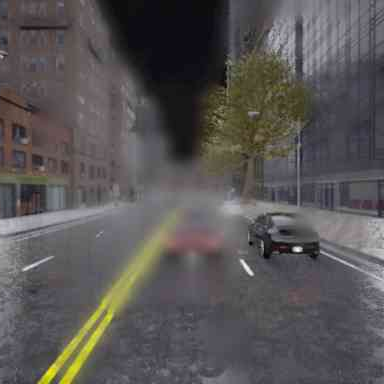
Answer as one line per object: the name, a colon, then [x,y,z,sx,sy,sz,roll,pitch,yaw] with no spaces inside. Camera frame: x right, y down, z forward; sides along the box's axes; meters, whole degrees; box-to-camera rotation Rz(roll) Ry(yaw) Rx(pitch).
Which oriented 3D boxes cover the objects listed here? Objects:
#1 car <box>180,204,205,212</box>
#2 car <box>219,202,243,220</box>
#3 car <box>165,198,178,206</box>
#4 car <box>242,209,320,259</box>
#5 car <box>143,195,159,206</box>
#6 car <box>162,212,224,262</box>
car: [0.052,1.618,27.121,1.895,1.301,4.718,0,0,1]
car: [3.313,1.543,28.442,1.812,1.442,4.674,0,0,0]
car: [-3.271,1.619,54.141,1.895,1.301,4.718,0,0,1]
car: [3.300,1.517,12.741,1.837,1.490,4.892,0,0,0]
car: [-6.526,1.370,53.602,2.097,1.767,4.553,0,0,1]
car: [0.046,1.611,12.112,1.895,1.301,4.718,0,0,1]
